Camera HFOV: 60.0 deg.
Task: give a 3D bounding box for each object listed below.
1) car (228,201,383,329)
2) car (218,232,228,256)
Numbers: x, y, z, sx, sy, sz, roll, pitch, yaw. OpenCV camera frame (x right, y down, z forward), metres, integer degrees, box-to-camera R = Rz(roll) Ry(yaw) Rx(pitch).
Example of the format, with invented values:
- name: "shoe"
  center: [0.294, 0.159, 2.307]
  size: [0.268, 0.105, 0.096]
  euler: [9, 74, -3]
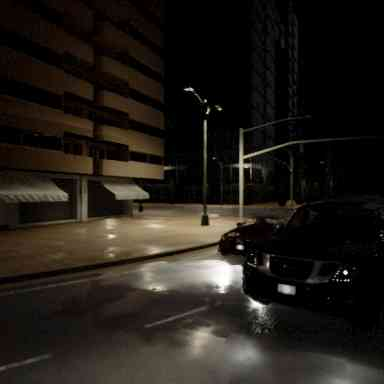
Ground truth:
- name: "car"
  center: [3.340, 1.252, 7.547]
  size: [2.150, 2.045, 5.566]
  euler: [0, 0, 41]
- name: "car"
  center: [2.705, 1.605, 12.363]
  size: [1.994, 1.385, 4.181]
  euler: [0, 0, 36]
